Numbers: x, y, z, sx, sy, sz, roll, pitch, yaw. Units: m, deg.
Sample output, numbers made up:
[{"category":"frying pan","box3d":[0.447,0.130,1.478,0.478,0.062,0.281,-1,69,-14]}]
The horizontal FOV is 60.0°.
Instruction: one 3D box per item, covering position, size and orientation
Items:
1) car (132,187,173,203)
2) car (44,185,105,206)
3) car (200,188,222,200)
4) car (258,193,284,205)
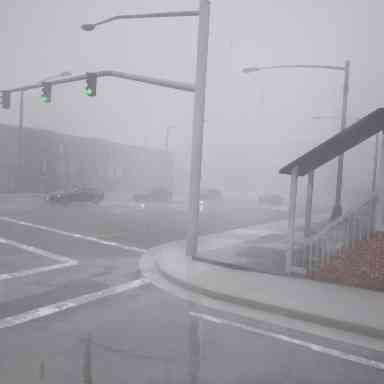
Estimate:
[{"category":"car","box3d":[-3.951,0.241,34.089,1.837,1.490,4.892,5,3,36]},{"category":"car","box3d":[-9.293,0.225,26.675,2.128,1.511,4.902,5,3,36]},{"category":"car","box3d":[1.987,0.244,42.304,1.837,1.490,4.892,5,3,36]},{"category":"car","box3d":[9.683,0.785,40.742,1.994,1.385,4.181,5,3,36]}]
